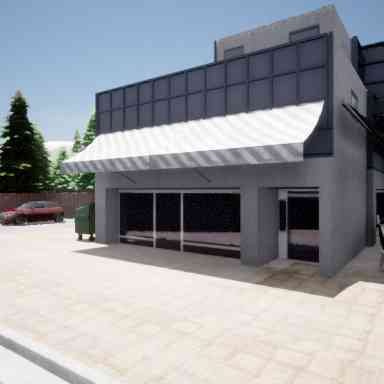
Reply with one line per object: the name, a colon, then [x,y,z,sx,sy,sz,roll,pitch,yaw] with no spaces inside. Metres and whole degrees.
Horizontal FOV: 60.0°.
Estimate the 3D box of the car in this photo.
car: [-12.102,1.528,25.152,2.097,1.767,4.553,0,0,37]
